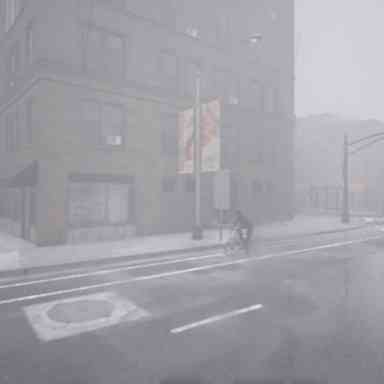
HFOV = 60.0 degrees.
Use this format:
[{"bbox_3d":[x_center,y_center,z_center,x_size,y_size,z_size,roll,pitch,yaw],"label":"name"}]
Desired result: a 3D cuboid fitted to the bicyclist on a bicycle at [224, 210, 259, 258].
[{"bbox_3d":[1.750,1.442,11.597,1.656,1.620,0.582,0,0,-36],"label":"bicyclist on a bicycle"}]
